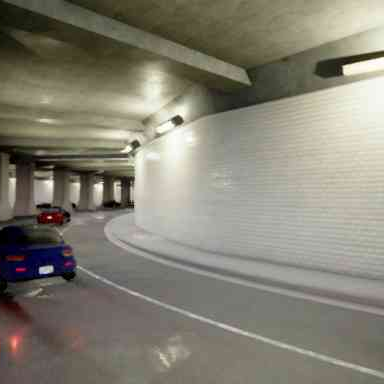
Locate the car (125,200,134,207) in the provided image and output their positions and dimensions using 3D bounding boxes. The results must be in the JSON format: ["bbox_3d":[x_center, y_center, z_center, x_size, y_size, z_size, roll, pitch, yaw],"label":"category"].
[{"bbox_3d":[-13.181,2.530,72.903,1.812,1.442,4.674,0,-1,11],"label":"car"}]

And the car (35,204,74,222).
[{"bbox_3d":[-11.113,1.908,26.961,1.994,1.385,4.181,0,-1,-12],"label":"car"}]

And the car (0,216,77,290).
[{"bbox_3d":[-4.712,1.646,9.516,1.812,1.442,4.674,1,-1,-36],"label":"car"}]

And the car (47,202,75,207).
[{"bbox_3d":[-22.177,2.282,57.476,2.033,1.411,5.357,0,-1,9],"label":"car"}]

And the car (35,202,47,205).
[{"bbox_3d":[-25.747,2.316,57.336,1.895,1.301,4.718,0,-1,9],"label":"car"}]

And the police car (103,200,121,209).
[{"bbox_3d":[-15.068,2.278,63.197,1.930,1.638,5.238,0,-1,11],"label":"police car"}]
